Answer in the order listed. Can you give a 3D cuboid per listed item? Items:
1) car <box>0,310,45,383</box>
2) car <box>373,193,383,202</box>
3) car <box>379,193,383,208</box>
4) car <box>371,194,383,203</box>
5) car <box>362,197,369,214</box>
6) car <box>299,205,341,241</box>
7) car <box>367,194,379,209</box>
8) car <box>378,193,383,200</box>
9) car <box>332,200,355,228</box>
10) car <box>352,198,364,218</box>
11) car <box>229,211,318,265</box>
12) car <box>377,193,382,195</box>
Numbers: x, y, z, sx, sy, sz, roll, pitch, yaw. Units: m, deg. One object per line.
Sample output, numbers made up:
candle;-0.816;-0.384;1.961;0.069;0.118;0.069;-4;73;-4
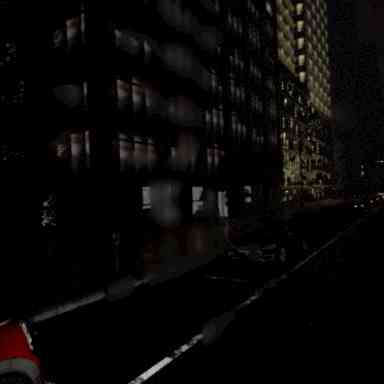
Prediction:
car;-3.297;1.576;2.222;1.967;1.590;4.097;-3;-1;33
car;36.435;0.966;64.513;1.967;1.590;4.097;-3;-1;33
car;24.412;1.202;40.642;2.033;1.411;5.357;-2;-1;33
car;33.385;1.155;59.719;1.802;1.307;4.206;-3;-1;33
car;15.047;1.437;30.969;1.802;1.307;4.206;-3;-1;33
car;5.877;1.562;16.595;1.947;1.339;4.313;-3;-1;33
car;21.158;1.313;40.553;2.008;1.369;4.403;-3;-1;33
car;42.461;0.958;73.952;1.752;1.417;4.829;-3;-1;33
car;8.932;1.494;21.387;1.887;1.381;4.507;-3;-1;33
car;11.988;1.453;26.179;2.008;1.369;4.403;-3;-1;33
car;2.820;1.593;11.803;2.008;1.369;4.403;-3;-1;33
car;27.271;1.218;50.136;2.008;1.369;4.403;-3;-1;33
